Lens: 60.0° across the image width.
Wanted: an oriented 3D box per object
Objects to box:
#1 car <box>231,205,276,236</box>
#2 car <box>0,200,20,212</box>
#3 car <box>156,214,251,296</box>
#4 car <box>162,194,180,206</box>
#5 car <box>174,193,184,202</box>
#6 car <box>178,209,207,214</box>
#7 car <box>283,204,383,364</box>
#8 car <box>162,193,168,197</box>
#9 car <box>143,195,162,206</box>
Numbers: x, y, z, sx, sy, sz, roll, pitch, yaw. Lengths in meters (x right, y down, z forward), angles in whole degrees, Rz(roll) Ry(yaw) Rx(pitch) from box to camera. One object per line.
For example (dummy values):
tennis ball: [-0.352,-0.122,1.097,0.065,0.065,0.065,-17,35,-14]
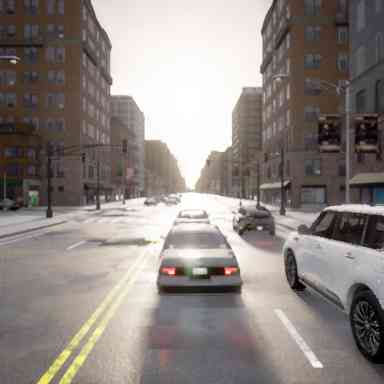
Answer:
car: [3.338,1.493,18.464,1.837,1.490,4.892,0,0,1]
car: [-22.152,1.555,38.303,4.313,1.339,1.947,0,0,0]
car: [0.082,1.542,8.786,2.033,1.411,5.357,0,0,-2]
car: [-3.373,1.486,54.224,1.812,1.442,4.674,0,0,0]
car: [-3.301,1.467,69.068,2.128,1.511,4.902,0,0,0]
car: [0.072,1.589,18.435,1.895,1.301,4.718,0,0,2]
car: [3.352,1.211,5.959,2.150,2.045,5.566,0,-1,0]
car: [-6.551,1.446,69.297,1.837,1.490,4.892,0,0,0]
car: [-6.624,1.508,54.028,2.033,1.411,5.357,0,0,0]
